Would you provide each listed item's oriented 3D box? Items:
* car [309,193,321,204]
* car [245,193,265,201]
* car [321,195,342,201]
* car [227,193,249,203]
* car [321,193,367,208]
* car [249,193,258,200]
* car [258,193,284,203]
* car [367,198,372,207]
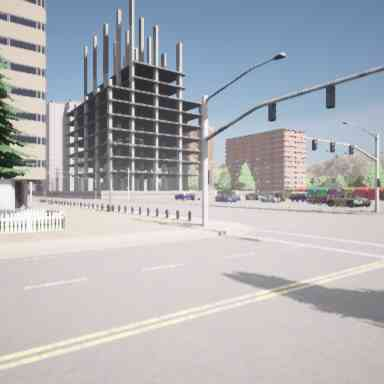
[{"bbox_3d":[28.571,1.113,72.095,1.932,1.855,4.605,0,0,-36],"label":"car"},{"bbox_3d":[15.312,1.111,81.143,1.932,1.855,4.605,0,0,-36],"label":"car"},{"bbox_3d":[30.967,1.324,73.723,1.784,1.438,3.905,0,0,-36],"label":"car"},{"bbox_3d":[10.797,1.352,77.866,1.970,1.475,3.806,0,0,-36],"label":"car"},{"bbox_3d":[20.400,1.112,44.787,1.932,1.855,4.605,0,0,-36],"label":"car"},{"bbox_3d":[13.156,1.321,79.545,1.784,1.438,3.905,0,0,-36],"label":"car"},{"bbox_3d":[14.860,1.353,62.219,1.970,1.475,3.806,0,0,-36],"label":"car"},{"bbox_3d":[22.789,1.115,46.422,1.905,1.878,3.866,0,0,-36],"label":"car"}]
